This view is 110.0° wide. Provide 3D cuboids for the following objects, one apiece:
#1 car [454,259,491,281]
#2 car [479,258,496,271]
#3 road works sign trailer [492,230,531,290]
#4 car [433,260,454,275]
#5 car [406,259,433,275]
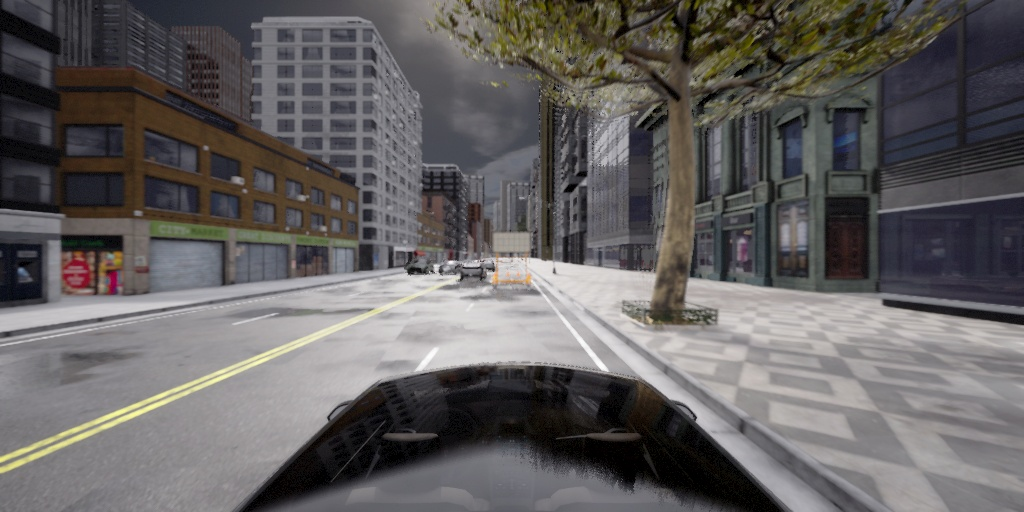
[{"bbox_3d":[-3.159,1.234,29.912,2.128,1.511,4.902,0,0,0],"label":"car"},{"bbox_3d":[-3.164,1.302,48.789,1.994,1.385,4.181,0,0,0],"label":"car"},{"bbox_3d":[-0.007,0.209,22.125,2.380,3.560,2.880,0,0,0],"label":"road works sign trailer"},{"bbox_3d":[-6.601,1.232,38.380,2.128,1.511,4.902,0,0,0],"label":"car"},{"bbox_3d":[-9.848,1.091,38.809,2.097,1.767,4.553,0,0,0],"label":"car"}]
